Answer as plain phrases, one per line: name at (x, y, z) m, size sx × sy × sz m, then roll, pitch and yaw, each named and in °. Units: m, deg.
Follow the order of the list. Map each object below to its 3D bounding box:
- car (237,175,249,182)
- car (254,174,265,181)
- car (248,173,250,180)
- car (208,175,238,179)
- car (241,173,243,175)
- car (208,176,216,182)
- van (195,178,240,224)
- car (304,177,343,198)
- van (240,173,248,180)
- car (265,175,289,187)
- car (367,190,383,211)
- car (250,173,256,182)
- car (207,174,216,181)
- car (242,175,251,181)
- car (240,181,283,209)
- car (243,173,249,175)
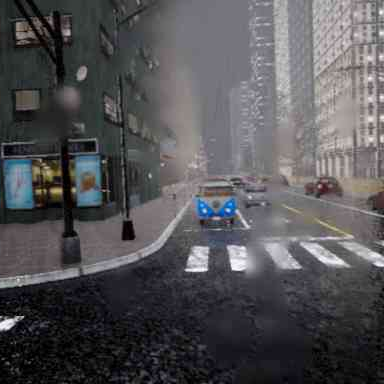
car at (5.086, -0.916, 38.526) m, size 1.837 × 1.490 × 4.892 m, roll -2°, pitch 3°, yaw 3°
car at (11.634, -1.949, 53.408) m, size 2.008 × 1.369 × 4.403 m, roll -2°, pitch 3°, yaw 3°
car at (12.261, -2.553, 64.429) m, size 1.802 × 1.307 × 4.206 m, roll -2°, pitch 3°, yaw 3°
car at (1.392, 0.066, 20.832) m, size 2.192 × 1.841 × 5.009 m, roll -2°, pitch 3°, yaw 3°
car at (12.885, -3.218, 75.446) m, size 2.008 × 1.369 × 4.403 m, roll -2°, pitch 3°, yaw 3°
car at (4.838, -3.187, 81.451) m, size 1.947 × 1.339 × 4.313 m, roll -2°, pitch 3°, yaw 3°
van at (1.080, 0.413, 15.324) m, size 1.690 × 1.788 × 3.998 m, roll -2°, pitch 3°, yaw 3°
car at (10.068, -0.463, 25.855) m, size 1.967 × 1.590 × 4.097 m, roll -2°, pitch 3°, yaw 3°
van at (13.502, -4.059, 86.455) m, size 1.690 × 1.788 × 3.998 m, roll -2°, pitch 3°, yaw 3°
car at (11.005, -1.423, 42.383) m, size 1.967 × 1.590 × 4.097 m, roll -2°, pitch 3°, yaw 3°
car at (9.449, 0.321, 14.843) m, size 1.802 × 1.307 × 4.206 m, roll -2°, pitch 3°, yaw 3°
car at (11.947, -2.273, 58.918) m, size 1.887 × 1.381 × 4.507 m, roll -2°, pitch 3°, yaw 3°
car at (5.455, -4.067, 92.456) m, size 2.192 × 1.841 × 5.009 m, roll -2°, pitch 3°, yaw 3°
car at (13.198, -3.503, 80.958) m, size 1.802 × 1.307 × 4.206 m, roll -2°, pitch 3°, yaw 3°
car at (4.086, 0.238, 20.814) m, size 1.895 × 1.301 × 4.718 m, roll -2°, pitch 3°, yaw 3°
car at (12.564, -3.137, 69.924) m, size 2.192 × 1.841 × 5.009 m, roll -2°, pitch 3°, yaw 3°
